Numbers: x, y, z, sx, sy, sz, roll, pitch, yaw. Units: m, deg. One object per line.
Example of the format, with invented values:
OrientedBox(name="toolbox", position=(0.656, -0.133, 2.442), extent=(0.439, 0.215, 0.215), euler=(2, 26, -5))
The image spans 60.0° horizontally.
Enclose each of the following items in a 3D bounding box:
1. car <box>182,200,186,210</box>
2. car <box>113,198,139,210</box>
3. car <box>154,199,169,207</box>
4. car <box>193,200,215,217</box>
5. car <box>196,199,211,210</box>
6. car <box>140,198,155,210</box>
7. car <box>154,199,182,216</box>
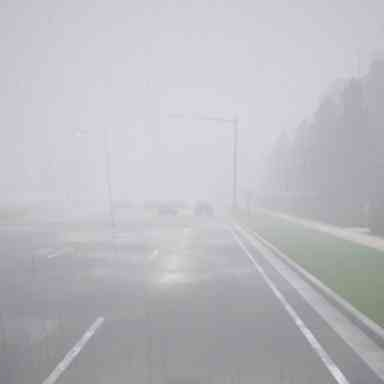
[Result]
OrientedBox(name="car", position=(-1.860, 1.787, 46.839), extent=(1.895, 1.301, 4.718), euler=(1, 0, 3))
OrientedBox(name="car", position=(-8.911, 1.640, 43.997), extent=(2.033, 1.411, 5.357), euler=(1, 0, 3))
OrientedBox(name="car", position=(-4.998, 1.790, 55.617), extent=(1.895, 1.301, 4.718), euler=(1, 0, 2))
OrientedBox(name="car", position=(1.192, 1.669, 33.794), extent=(1.837, 1.490, 4.892), euler=(1, 0, 2))
OrientedBox(name="car", position=(1.650, 1.792, 46.976), extent=(1.994, 1.385, 4.181), euler=(1, 0, 3))
OrientedBox(name="car", position=(-5.374, 1.701, 44.981), extent=(1.994, 1.385, 4.181), euler=(1, 0, 2))
OrientedBox(name="car", position=(-2.326, 1.647, 33.466), extent=(1.812, 1.442, 4.674), euler=(1, 0, 2))
